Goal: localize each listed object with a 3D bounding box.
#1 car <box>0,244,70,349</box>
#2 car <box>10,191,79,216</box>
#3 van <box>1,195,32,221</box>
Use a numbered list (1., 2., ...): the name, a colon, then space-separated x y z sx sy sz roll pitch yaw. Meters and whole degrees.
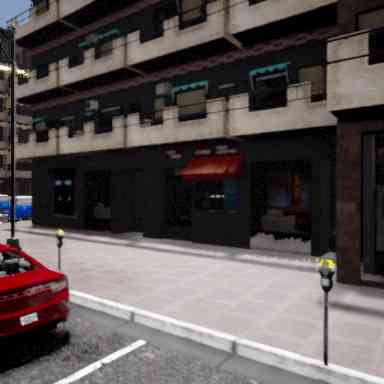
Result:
1. car: -3.967 1.545 5.697 4.507 1.381 1.887 0 0 36
2. car: -13.775 0.953 31.413 2.150 2.045 5.566 0 1 35
3. van: -11.465 1.157 24.613 1.690 1.788 3.998 1 2 35
